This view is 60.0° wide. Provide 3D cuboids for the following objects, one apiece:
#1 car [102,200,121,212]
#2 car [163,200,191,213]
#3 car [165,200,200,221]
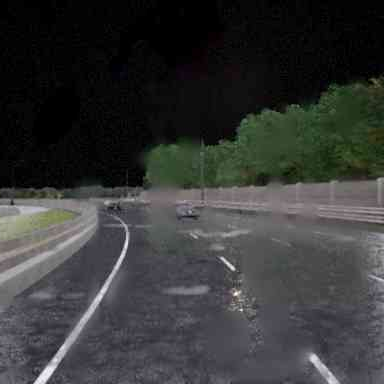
[{"bbox_3d":[-11.150,1.897,45.882,1.837,1.490,4.892,0,-1,-27],"label":"car"},{"bbox_3d":[-1.978,1.786,42.777,1.882,1.535,5.008,0,-1,-23],"label":"car"},{"bbox_3d":[-0.891,1.760,29.889,2.033,1.411,5.357,0,0,-17],"label":"car"}]
